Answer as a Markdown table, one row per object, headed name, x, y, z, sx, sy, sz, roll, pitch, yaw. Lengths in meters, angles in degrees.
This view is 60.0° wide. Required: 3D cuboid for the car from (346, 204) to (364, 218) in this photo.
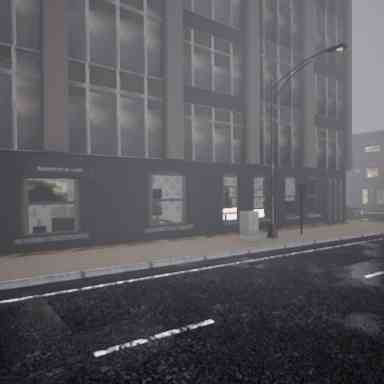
| name | x | y | z | sx | sy | sz | roll | pitch | yaw |
| --- | --- | --- | --- | --- | --- | --- | --- | --- | --- |
| car | 15.188 | 1.845 | 34.576 | 2.128 | 1.511 | 4.902 | -1 | -1 | -37 |
